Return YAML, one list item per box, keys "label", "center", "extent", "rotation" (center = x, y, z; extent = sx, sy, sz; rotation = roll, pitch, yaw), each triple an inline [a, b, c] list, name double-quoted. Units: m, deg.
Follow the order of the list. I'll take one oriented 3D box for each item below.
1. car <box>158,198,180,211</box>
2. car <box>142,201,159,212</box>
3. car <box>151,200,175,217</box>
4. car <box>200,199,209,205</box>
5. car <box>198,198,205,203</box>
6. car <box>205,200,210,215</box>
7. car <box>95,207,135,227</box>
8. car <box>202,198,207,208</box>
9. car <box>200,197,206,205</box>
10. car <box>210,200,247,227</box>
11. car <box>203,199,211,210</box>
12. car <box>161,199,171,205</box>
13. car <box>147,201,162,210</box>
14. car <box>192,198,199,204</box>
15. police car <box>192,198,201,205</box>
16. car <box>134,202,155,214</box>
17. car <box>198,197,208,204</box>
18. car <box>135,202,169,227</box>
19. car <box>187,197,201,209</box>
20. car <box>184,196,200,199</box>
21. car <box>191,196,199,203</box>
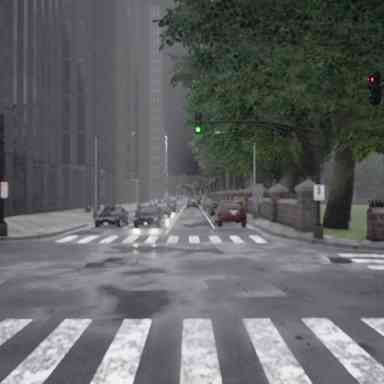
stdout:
- label: "car"
  center: [-3.091, 1.884, 44.833]
  extent: [2.128, 1.511, 4.902]
  rotation: [0, 0, 0]
- label: "car"
  center: [-5.764, 1.987, 46.240]
  extent: [1.802, 1.307, 4.206]
  rotation: [0, -1, 0]
- label: "car"
  center: [-3.087, 1.825, 34.566]
  extent: [1.812, 1.442, 4.674]
  rotation: [0, -1, 0]
- label: "car"
  center: [2.760, 2.183, 73.699]
  extent: [1.752, 1.417, 4.829]
  rotation: [0, -1, 0]
- label: "car"
  center: [2.759, 2.393, 95.525]
  extent: [1.752, 1.417, 4.829]
  rotation: [0, -1, 0]
- label: "car"
  center: [2.762, 1.872, 35.335]
  extent: [1.947, 1.339, 4.313]
  rotation: [0, -1, 0]
- label: "car"
  center: [-5.763, 1.773, 24.413]
  extent: [1.947, 1.339, 4.313]
  rotation: [0, -1, 0]
- label: "car"
  center: [2.761, 1.956, 46.248]
  extent: [2.008, 1.369, 4.403]
  rotation: [0, -1, 0]
- label: "car"
  center: [2.761, 1.895, 51.705]
  extent: [1.967, 1.590, 4.097]
  rotation: [0, -1, 0]
- label: "car"
  center: [2.762, 1.522, 24.425]
  extent: [2.192, 1.841, 5.009]
  rotation: [0, -1, 0]
- label: "car"
  center: [2.762, 1.906, 40.791]
  extent: [2.008, 1.369, 4.403]
  rotation: [0, -1, 0]
- label: "car"
  center: [-5.765, 2.201, 73.524]
  extent: [1.887, 1.381, 4.507]
  rotation: [0, -1, 0]
- label: "car"
  center: [-5.764, 2.037, 51.697]
  extent: [1.802, 1.307, 4.206]
  rotation: [0, -1, 0]
- label: "car"
  center: [0.897, 2.273, 85.076]
  extent: [1.837, 1.490, 4.892]
  rotation: [0, -1, 0]
- label: "police car"
  center: [0.897, 2.098, 75.188]
  extent: [1.930, 1.638, 5.238]
  rotation: [0, -1, 0]
- label: "car"
  center: [-5.764, 1.906, 40.783]
  extent: [2.008, 1.369, 4.403]
  rotation: [0, -1, 0]
- label: "car"
  center: [2.759, 2.076, 84.444]
  extent: [2.192, 1.841, 5.009]
  rotation: [0, -1, 0]
- label: "car"
  center: [-3.102, 1.759, 24.929]
  extent: [2.033, 1.411, 5.357]
  rotation: [0, -1, 0]
- label: "car"
  center: [0.098, 2.007, 54.567]
  extent: [1.812, 1.442, 4.674]
  rotation: [0, -1, 0]
- label: "car"
  center: [0.087, 1.923, 64.331]
  extent: [2.097, 1.767, 4.553]
  rotation: [0, -1, 0]
- label: "car"
  center: [0.897, 2.050, 91.109]
  extent: [2.150, 2.045, 5.566]
  rotation: [0, -1, 0]
